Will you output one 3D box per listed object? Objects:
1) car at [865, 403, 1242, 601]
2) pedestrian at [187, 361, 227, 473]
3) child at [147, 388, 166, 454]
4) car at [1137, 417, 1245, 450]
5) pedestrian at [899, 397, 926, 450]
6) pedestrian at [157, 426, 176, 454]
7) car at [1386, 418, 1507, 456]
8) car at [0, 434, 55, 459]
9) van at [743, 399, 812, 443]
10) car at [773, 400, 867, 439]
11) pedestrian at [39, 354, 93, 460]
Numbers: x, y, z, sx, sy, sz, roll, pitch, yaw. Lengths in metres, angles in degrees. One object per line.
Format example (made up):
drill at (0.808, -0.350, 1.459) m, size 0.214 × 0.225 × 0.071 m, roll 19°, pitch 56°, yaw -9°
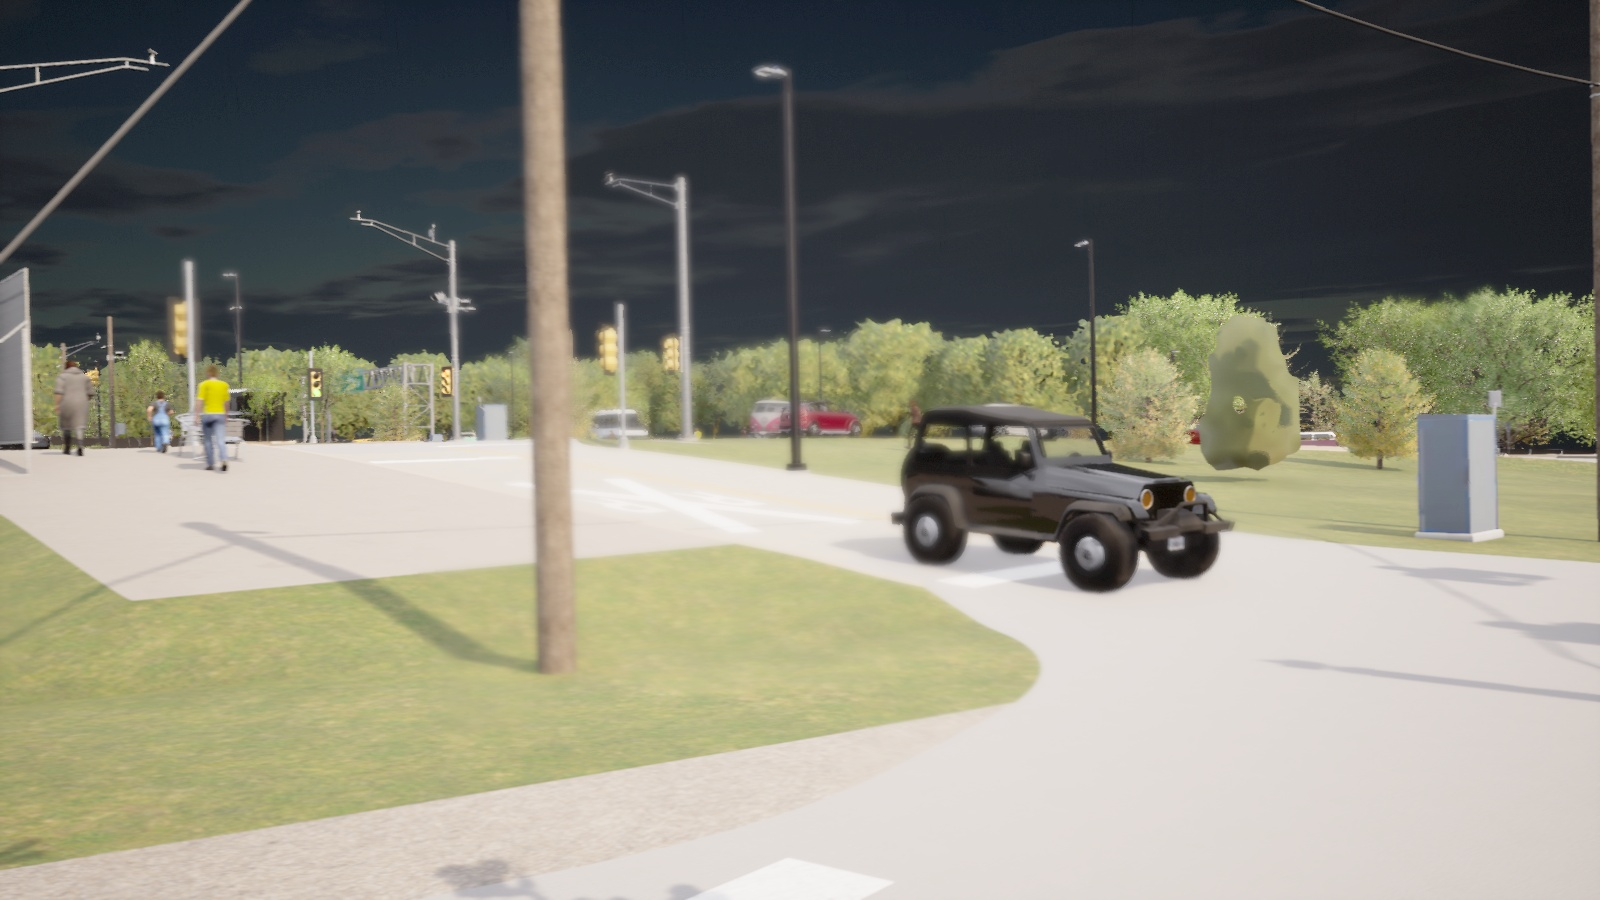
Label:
car at (2.788, 0.441, 14.478) m, size 1.905 × 1.878 × 3.866 m, roll -2°, pitch 4°, yaw -41°
pedestrian at (-9.961, -0.548, 21.093) m, size 0.354 × 1.836 × 0.706 m, roll -2°, pitch 1°, yaw -42°
child at (-12.525, -0.558, 24.434) m, size 0.270 × 1.263 × 0.437 m, roll -2°, pitch 1°, yaw -24°
car at (20.315, -0.823, 65.382) m, size 5.008 × 1.535 × 1.882 m, roll 2°, pitch -1°, yaw -7°
pedestrian at (3.892, -0.918, 43.527) m, size 0.869 × 1.805 × 0.328 m, roll -2°, pitch 1°, yaw -36°
pedestrian at (-42.362, -0.688, 84.007) m, size 0.874 × 1.855 × 0.900 m, roll -2°, pitch 1°, yaw -42°
car at (33.149, -0.658, 64.499) m, size 5.027 × 1.651 × 2.152 m, roll 3°, pitch 1°, yaw 2°
car at (-47.943, -0.216, 77.275) m, size 4.792 × 1.488 × 2.163 m, roll 0°, pitch 2°, yaw 41°
van at (-1.053, -1.358, 60.746) m, size 1.775 × 1.987 × 4.442 m, roll 0°, pitch -1°, yaw 21°
car at (0.854, -1.225, 51.778) m, size 1.789 × 1.549 × 3.705 m, roll -1°, pitch 0°, yaw 45°
pedestrian at (-13.778, -0.795, 23.575) m, size 0.659 × 1.952 × 0.873 m, roll -2°, pitch 1°, yaw -41°
